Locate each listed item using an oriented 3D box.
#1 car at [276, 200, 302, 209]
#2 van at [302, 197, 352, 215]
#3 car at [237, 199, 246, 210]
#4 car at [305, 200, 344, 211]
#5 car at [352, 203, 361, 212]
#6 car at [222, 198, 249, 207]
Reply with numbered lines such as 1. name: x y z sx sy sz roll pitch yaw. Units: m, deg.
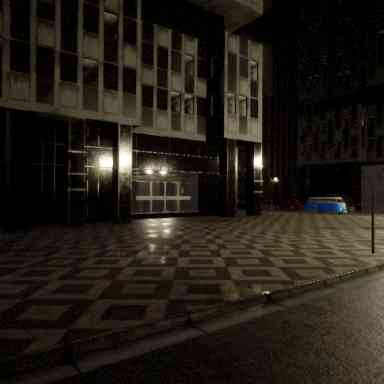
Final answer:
1. car: 14.112 1.818 48.327 1.802 1.307 4.206 0 0 -36
2. van: 13.753 1.425 34.173 1.690 1.788 3.998 0 0 -36
3. car: 7.182 1.706 43.362 1.887 1.381 4.507 0 0 -36
4. car: 17.397 1.749 43.732 2.008 1.369 4.403 0 0 -36
5. car: 20.683 1.725 39.137 1.947 1.339 4.313 0 0 -36
6. car: 7.442 1.839 57.655 1.752 1.417 4.829 0 0 -36
